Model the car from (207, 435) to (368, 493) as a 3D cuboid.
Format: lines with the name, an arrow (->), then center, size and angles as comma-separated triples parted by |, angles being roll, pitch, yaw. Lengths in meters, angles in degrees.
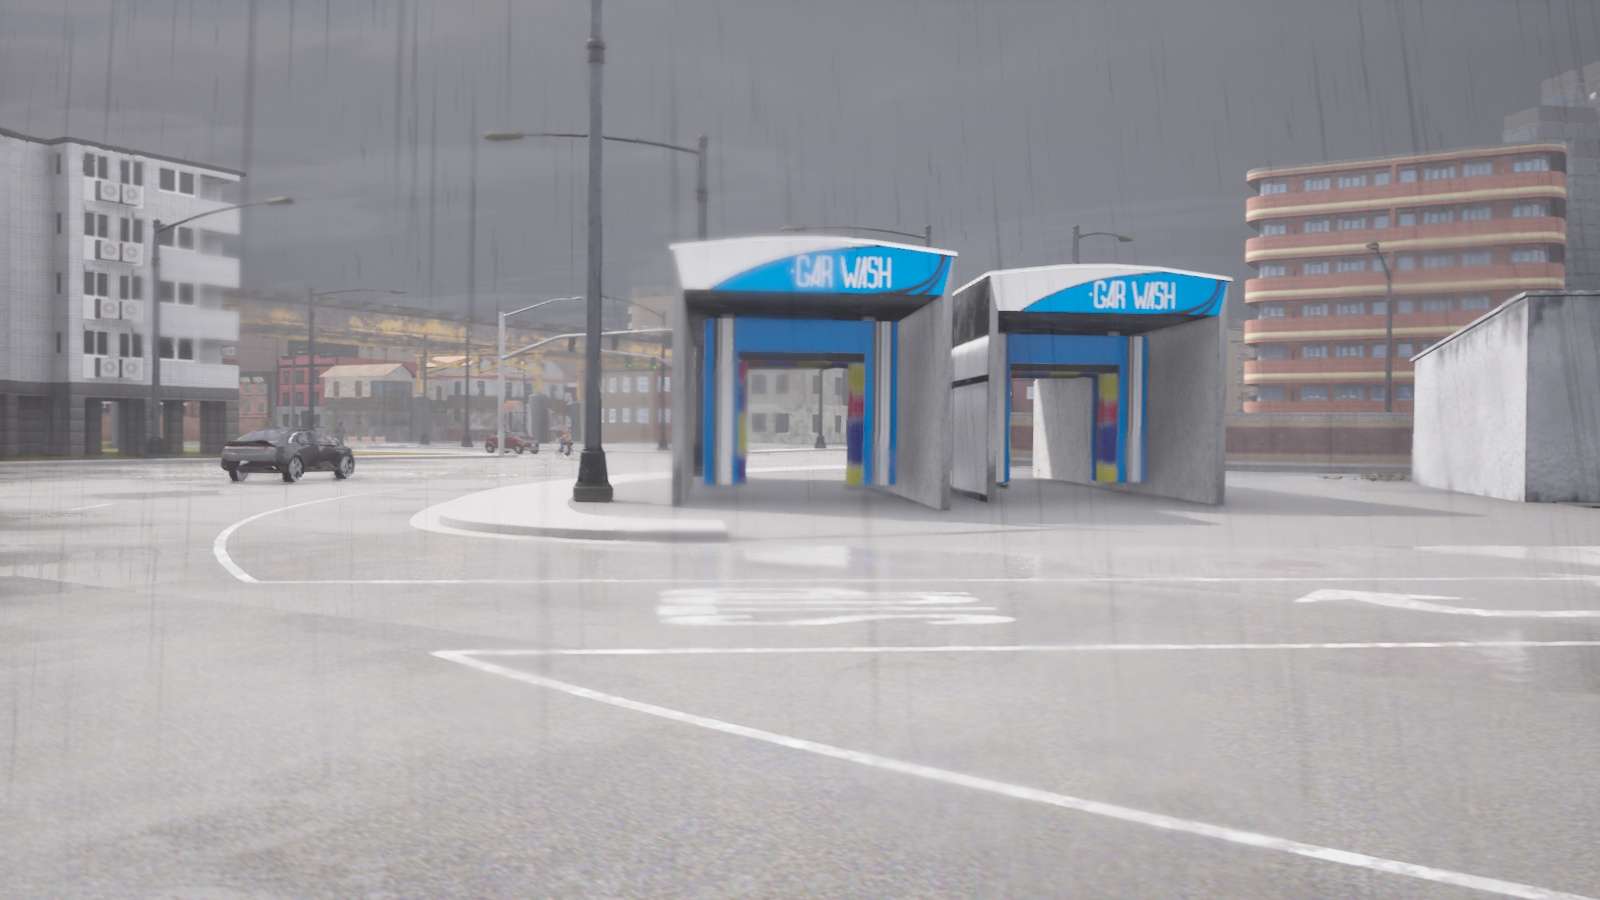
car -> -14.583, 0.351, 36.098 | 2.128, 1.511, 4.902 | 0, 1, 8

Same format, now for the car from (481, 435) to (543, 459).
car -> -18.844, -0.179, 82.109 | 3.705, 1.549, 1.789 | 0, 1, 31

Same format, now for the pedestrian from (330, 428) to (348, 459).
pedestrian -> -29.171, -0.383, 79.509 | 0.873, 1.952, 0.659 | 0, 1, 29
